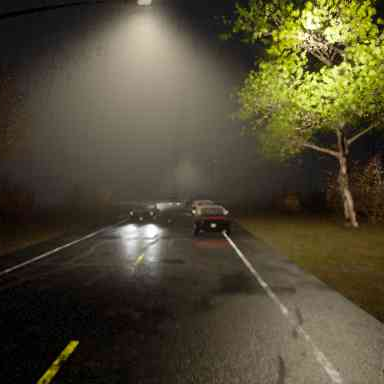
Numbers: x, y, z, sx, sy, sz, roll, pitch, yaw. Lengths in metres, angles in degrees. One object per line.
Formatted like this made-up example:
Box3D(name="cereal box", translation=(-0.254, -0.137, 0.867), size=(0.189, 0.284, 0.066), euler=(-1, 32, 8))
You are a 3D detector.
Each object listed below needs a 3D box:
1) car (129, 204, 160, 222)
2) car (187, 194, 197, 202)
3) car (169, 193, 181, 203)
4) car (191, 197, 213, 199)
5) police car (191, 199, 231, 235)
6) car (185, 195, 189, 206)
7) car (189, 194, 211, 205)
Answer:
Box3D(name="car", translation=(-3.608, 1.592, 25.915), size=(1.895, 1.301, 4.718), euler=(0, 0, 0))
Box3D(name="car", translation=(-0.024, 1.264, 69.770), size=(1.882, 1.535, 5.008), euler=(0, 0, 0))
Box3D(name="car", translation=(-3.525, 1.191, 68.008), size=(2.150, 2.045, 5.566), euler=(0, 0, 0))
Box3D(name="car", translation=(1.039, 1.468, 28.668), size=(1.882, 1.535, 5.008), euler=(0, 0, 0))
Box3D(name="police car", translation=(1.043, 1.420, 18.777), size=(1.930, 1.638, 5.238), euler=(0, 0, 0))
Box3D(name="car", translation=(-0.018, 1.484, 52.673), size=(1.837, 1.490, 4.892), euler=(0, 0, 0))
Box3D(name="car", translation=(1.037, 1.212, 34.700), size=(2.150, 2.045, 5.566), euler=(0, 0, 0))
